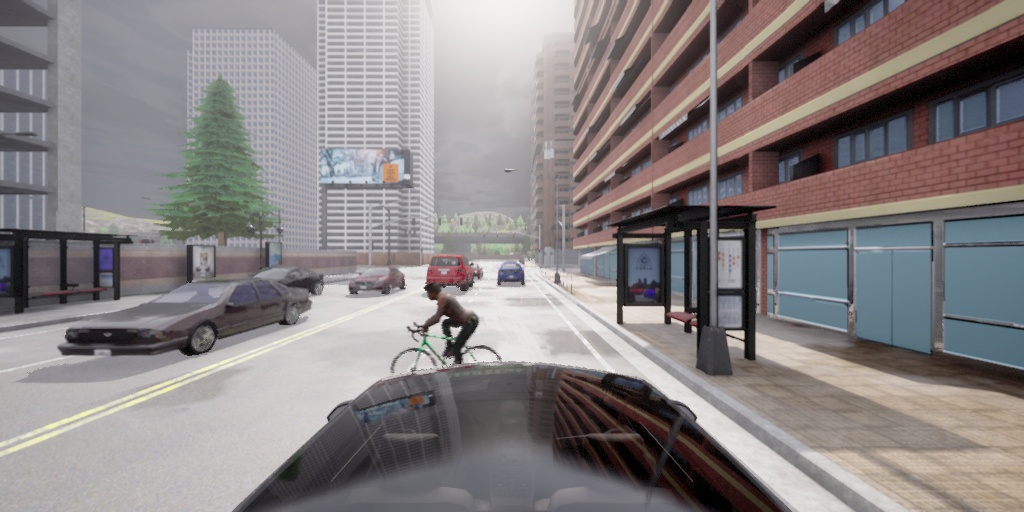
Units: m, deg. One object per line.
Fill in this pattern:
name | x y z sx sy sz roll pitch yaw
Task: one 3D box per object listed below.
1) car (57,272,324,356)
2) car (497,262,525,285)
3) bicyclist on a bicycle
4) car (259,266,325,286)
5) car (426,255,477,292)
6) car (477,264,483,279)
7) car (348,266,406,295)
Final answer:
car | -7.153 1.298 8.903 2.033 1.411 5.357 0 0 -1
car | -0.078 1.231 26.301 1.882 1.535 5.008 0 0 -1
bicyclist on a bicycle | -0.968 1.202 5.241 1.656 1.620 0.582 -2 0 0
car | -10.667 1.229 16.571 1.882 1.535 5.008 0 0 0
car | -3.545 0.974 21.298 2.150 2.045 5.566 0 0 0
car | -3.618 1.355 32.014 1.895 1.301 4.718 0 0 0
car | -7.223 1.278 19.729 1.812 1.442 4.674 0 0 0
